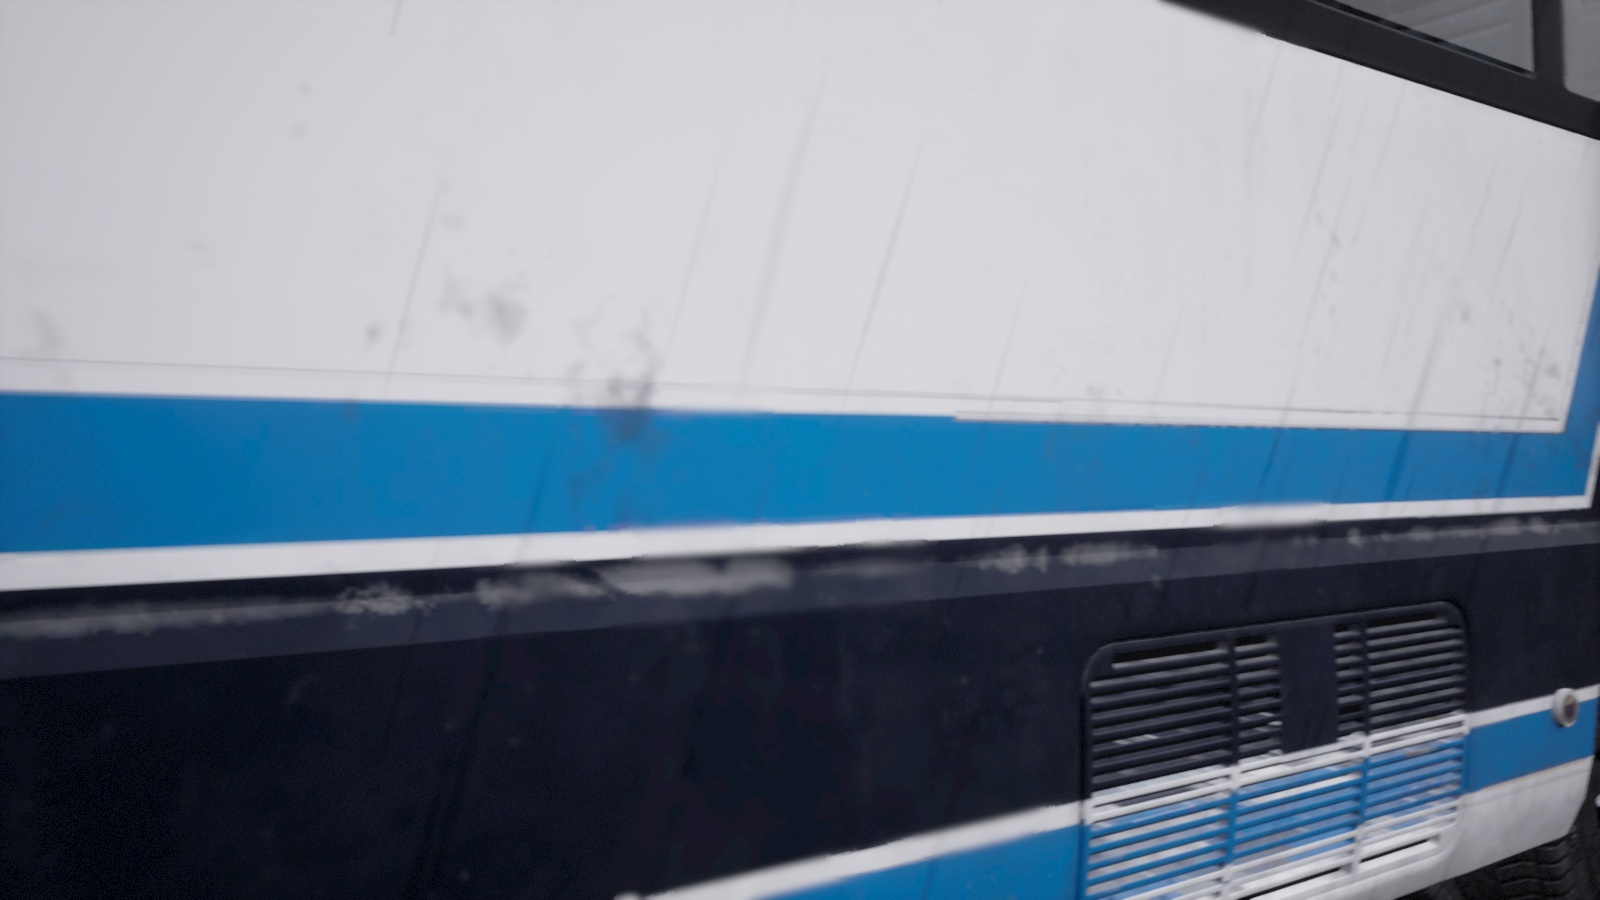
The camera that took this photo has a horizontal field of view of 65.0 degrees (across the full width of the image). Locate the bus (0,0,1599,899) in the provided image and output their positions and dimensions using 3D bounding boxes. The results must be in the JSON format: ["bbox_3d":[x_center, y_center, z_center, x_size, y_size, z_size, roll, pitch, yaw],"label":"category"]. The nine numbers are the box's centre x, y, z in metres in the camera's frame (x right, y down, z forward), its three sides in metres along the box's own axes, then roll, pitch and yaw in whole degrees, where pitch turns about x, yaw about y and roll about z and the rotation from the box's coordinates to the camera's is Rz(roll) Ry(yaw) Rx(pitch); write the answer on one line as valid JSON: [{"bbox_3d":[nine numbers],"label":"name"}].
[{"bbox_3d":[-0.602,-0.622,3.247,10.273,4.253,3.944,0,0,-35],"label":"bus"}]
